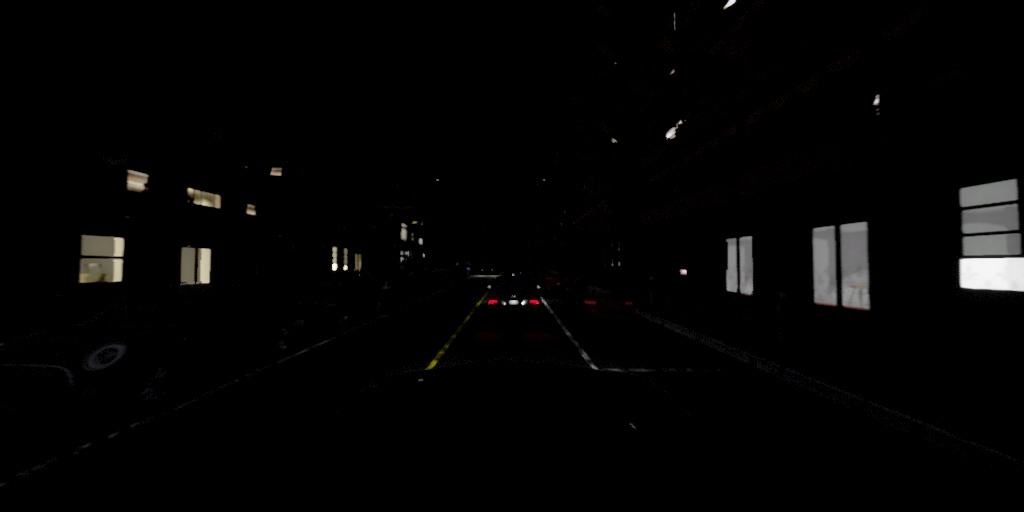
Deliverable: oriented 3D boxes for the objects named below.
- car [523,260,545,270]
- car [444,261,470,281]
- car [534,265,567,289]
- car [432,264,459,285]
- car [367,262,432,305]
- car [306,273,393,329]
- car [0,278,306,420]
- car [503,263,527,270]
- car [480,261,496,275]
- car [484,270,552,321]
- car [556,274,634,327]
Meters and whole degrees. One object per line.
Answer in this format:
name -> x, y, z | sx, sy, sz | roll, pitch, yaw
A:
car -> 2.696, 1.448, 40.209 | 2.192, 1.841, 5.009 | 0, 0, 0
car -> -5.672, 1.390, 34.464 | 2.192, 1.841, 5.009 | 0, 0, 0
car -> 2.694, 1.508, 23.150 | 1.888, 1.381, 4.507 | 0, 0, 0
car -> -5.694, 1.601, 28.777 | 1.802, 1.307, 4.207 | 0, 0, 0
car -> -5.687, 1.221, 17.404 | 2.192, 1.841, 5.009 | 0, 0, 0
car -> -5.688, 1.415, 11.718 | 1.948, 1.339, 4.313 | 0, 0, 0
car -> -5.689, 1.233, 6.031 | 1.967, 1.591, 4.097 | 0, 0, 0
car -> 0.090, 1.631, 33.637 | 1.994, 1.385, 4.181 | 0, -1, 0
car -> -3.086, 1.682, 47.276 | 1.882, 1.535, 5.008 | 0, -1, 0
car -> 0.066, 1.409, 12.903 | 2.033, 1.411, 5.357 | 0, -1, 0
car -> 2.693, 1.432, 11.777 | 1.802, 1.307, 4.207 | 0, 0, 0
